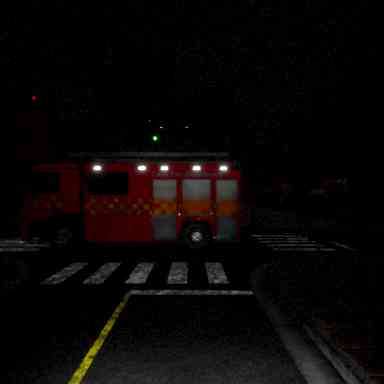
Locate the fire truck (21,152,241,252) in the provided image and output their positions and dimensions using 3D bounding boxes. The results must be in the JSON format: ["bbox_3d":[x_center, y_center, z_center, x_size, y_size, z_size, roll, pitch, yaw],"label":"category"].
[{"bbox_3d":[-2.270,0.352,13.870,8.468,3.827,2.891,0,0,-1],"label":"fire truck"}]
